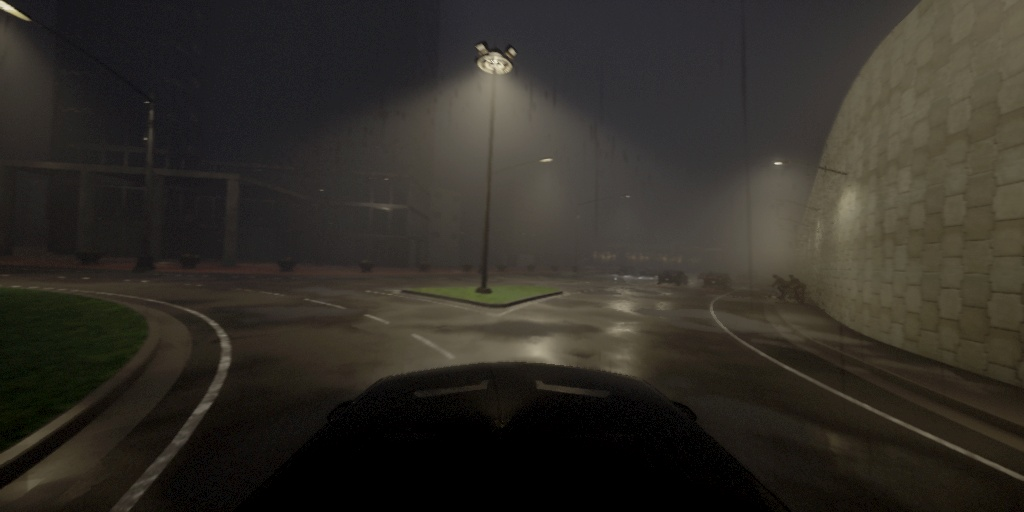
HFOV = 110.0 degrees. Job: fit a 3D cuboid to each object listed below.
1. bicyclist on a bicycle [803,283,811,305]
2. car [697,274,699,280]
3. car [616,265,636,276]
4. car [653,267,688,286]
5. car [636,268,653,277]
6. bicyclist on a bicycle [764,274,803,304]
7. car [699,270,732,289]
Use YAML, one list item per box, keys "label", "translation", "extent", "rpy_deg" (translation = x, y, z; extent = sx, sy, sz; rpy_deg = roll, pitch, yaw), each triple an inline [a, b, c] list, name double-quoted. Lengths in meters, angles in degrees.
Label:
- label: "bicyclist on a bicycle"
  translation: [15.682, 1.838, 19.930]
  extent: [0.582, 1.620, 1.656]
  rpy_deg: [3, 0, -24]
- label: "car"
  translation: [26.990, 2.687, 49.561]
  extent: [1.994, 1.385, 4.181]
  rpy_deg: [3, 0, 38]
- label: "car"
  translation: [17.364, 2.158, 54.316]
  extent: [1.837, 1.490, 4.892]
  rpy_deg: [3, 0, 38]
- label: "car"
  translation: [15.492, 2.020, 34.370]
  extent: [1.882, 1.535, 5.008]
  rpy_deg: [3, 0, 37]
- label: "car"
  translation: [20.177, 2.391, 52.240]
  extent: [1.895, 1.301, 4.718]
  rpy_deg: [3, 0, 38]
- label: "bicyclist on a bicycle"
  translation: [14.905, 1.833, 19.993]
  extent: [0.582, 1.620, 1.656]
  rpy_deg: [-5, -1, -30]
- label: "car"
  translation: [19.190, 2.201, 33.455]
  extent: [1.882, 1.535, 5.008]
  rpy_deg: [3, 0, 37]
